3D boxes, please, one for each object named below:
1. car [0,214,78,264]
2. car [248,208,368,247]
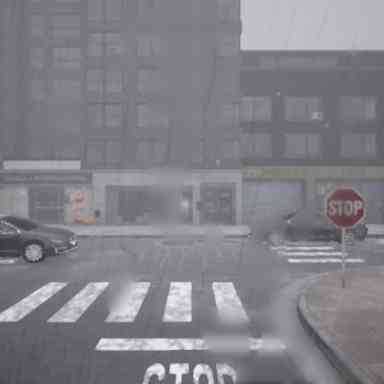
[{"bbox_3d":[-6.449,1.520,11.328,4.892,1.490,1.837,0,0,0],"label":"car"},{"bbox_3d":[4.890,1.486,14.307,4.892,1.490,1.837,0,0,0],"label":"car"}]
